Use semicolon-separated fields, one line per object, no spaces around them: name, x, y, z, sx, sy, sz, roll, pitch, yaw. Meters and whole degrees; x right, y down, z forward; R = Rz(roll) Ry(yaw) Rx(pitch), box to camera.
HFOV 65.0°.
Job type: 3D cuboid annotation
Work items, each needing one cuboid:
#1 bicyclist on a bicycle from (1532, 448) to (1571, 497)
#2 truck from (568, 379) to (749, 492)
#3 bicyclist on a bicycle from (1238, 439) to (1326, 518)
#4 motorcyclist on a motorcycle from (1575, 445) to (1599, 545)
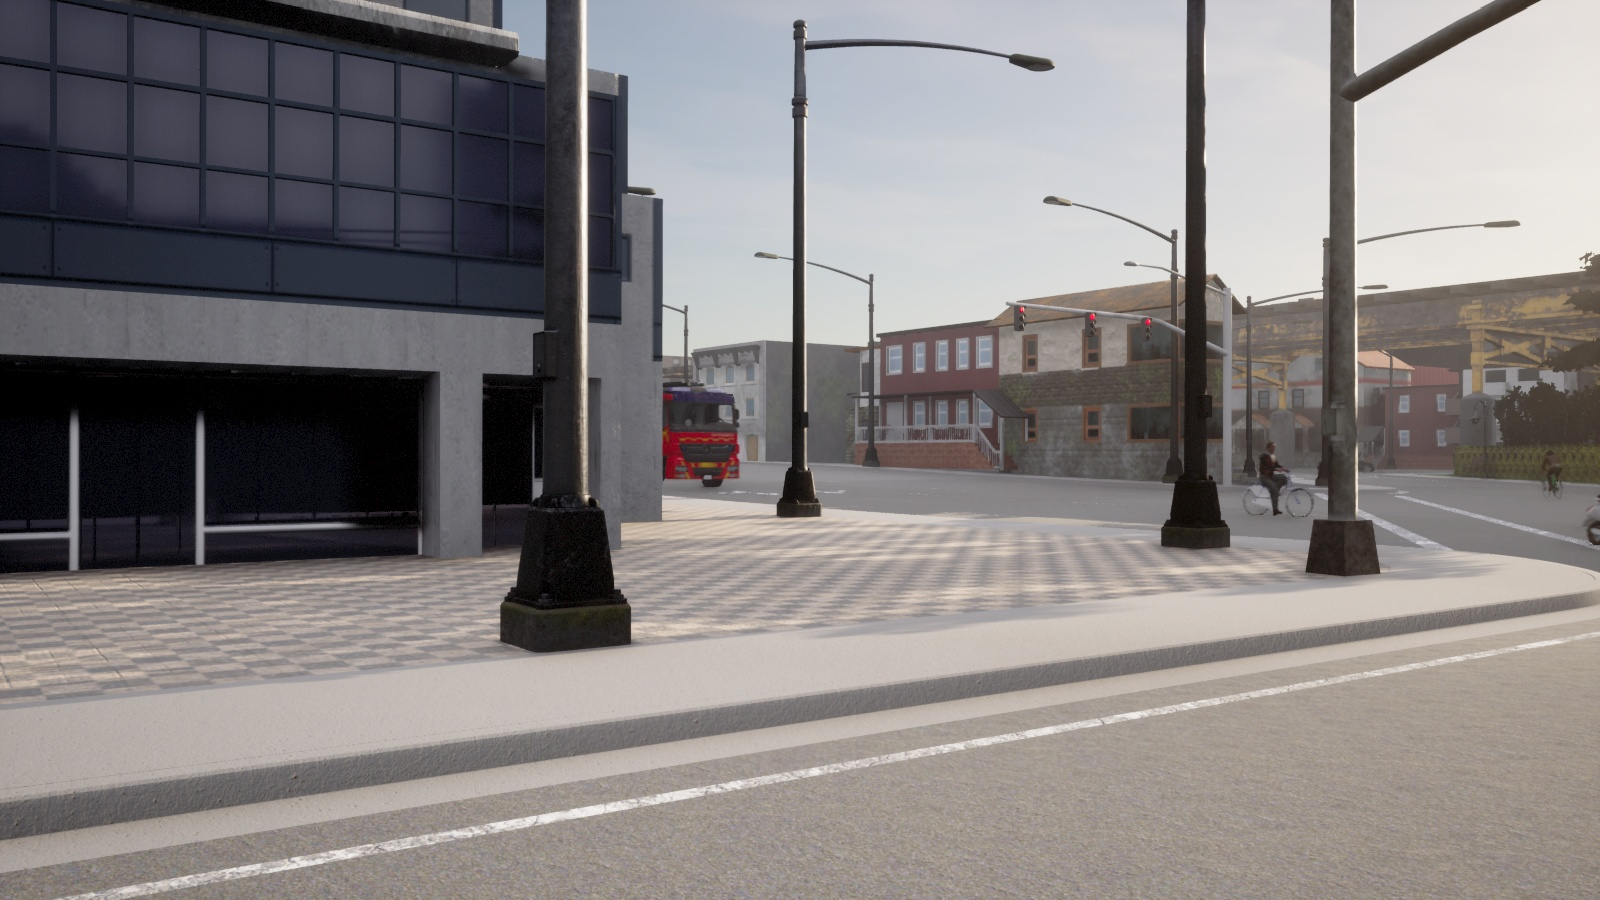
bicyclist on a bicycle;25.193;0.739;42.119;0.582;1.620;1.656;0;0;11
truck;-5.435;-0.574;46.580;2.891;3.827;8.468;0;1;-35
bicyclist on a bicycle;11.174;0.652;29.145;0.659;1.776;1.843;0;0;-35
motorcyclist on a motorcycle;13.438;0.718;19.862;0.866;1.590;1.817;0;0;-35
